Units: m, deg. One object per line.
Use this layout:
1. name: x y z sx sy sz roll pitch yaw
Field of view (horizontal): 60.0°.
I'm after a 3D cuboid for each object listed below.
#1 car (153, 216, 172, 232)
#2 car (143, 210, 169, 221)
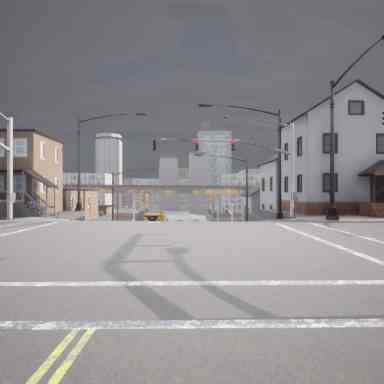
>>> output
1. car: -3.776 4.240 43.665 2.128 1.511 4.902 0 -13 -1
2. car: -3.670 2.539 33.442 1.882 1.535 5.008 0 -9 1
